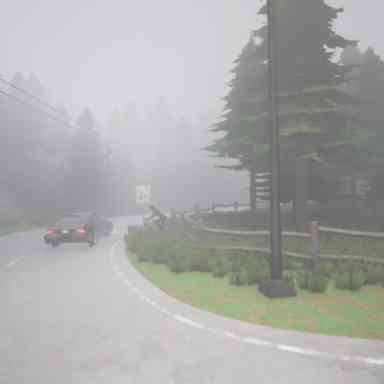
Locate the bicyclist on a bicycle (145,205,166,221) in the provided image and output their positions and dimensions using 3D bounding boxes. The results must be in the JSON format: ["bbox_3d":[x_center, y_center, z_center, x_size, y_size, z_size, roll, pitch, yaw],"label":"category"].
[{"bbox_3d":[-1.798,1.479,16.436,1.656,1.620,0.582,-1,0,-3],"label":"bicyclist on a bicycle"}]

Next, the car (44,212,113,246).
[{"bbox_3d":[-5.163,1.639,15.823,2.033,1.411,5.357,-1,0,-2],"label":"car"}]
